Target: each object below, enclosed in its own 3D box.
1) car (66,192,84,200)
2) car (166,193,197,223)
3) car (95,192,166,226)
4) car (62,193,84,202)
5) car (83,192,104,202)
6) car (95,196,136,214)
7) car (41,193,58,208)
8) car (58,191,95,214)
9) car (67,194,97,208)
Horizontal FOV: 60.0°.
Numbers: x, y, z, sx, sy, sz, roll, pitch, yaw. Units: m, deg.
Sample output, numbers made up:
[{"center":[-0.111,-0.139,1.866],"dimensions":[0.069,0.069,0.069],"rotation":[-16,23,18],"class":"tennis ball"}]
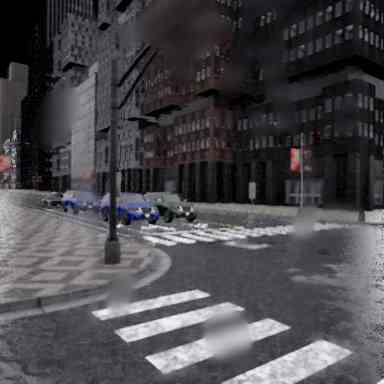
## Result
[{"center":[-23.019,0.748,65.376],"dimensions":[2.128,1.511,4.902],"rotation":[1,1,-36],"class":"car"},{"center":[-1.855,1.088,24.753],"dimensions":[2.150,2.045,5.566],"rotation":[1,0,-34],"class":"car"},{"center":[-4.342,1.061,22.629],"dimensions":[2.150,2.045,5.566],"rotation":[1,0,-36],"class":"car"},{"center":[-19.970,0.924,55.650],"dimensions":[2.033,1.411,5.357],"rotation":[1,0,-36],"class":"car"},{"center":[-16.865,0.899,56.879],"dimensions":[1.882,1.535,5.008],"rotation":[1,0,-36],"class":"car"},{"center":[-7.558,1.221,32.609],"dimensions":[2.128,1.511,4.902],"rotation":[1,0,-36],"class":"car"},{"center":[-16.196,1.149,39.008],"dimensions":[1.895,1.301,4.718],"rotation":[1,0,-36],"class":"car"},{"center":[-10.420,0.913,31.024],"dimensions":[2.150,2.045,5.566],"rotation":[1,0,-36],"class":"car"},{"center":[-13.606,1.070,40.978],"dimensions":[2.128,1.511,4.902],"rotation":[1,0,-36],"class":"car"}]
